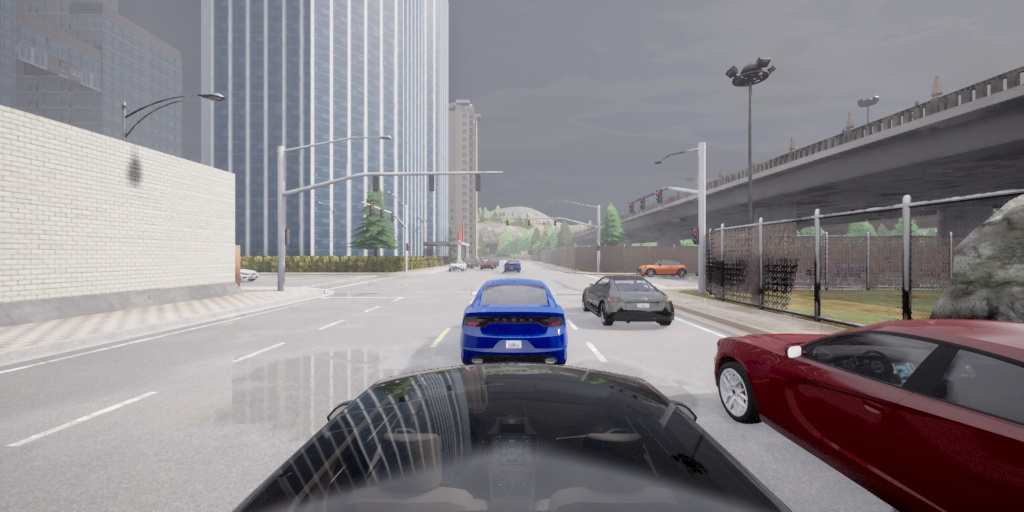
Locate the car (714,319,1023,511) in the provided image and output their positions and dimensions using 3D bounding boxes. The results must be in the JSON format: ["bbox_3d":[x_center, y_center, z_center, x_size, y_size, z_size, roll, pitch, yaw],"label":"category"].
[{"bbox_3d":[3.601,1.228,2.736,1.882,1.535,5.008,0,0,0],"label":"car"}]

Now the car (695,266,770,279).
[{"bbox_3d":[19.391,1.353,32.007,5.357,1.411,2.033,0,0,0],"label":"car"}]

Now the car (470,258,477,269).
[{"bbox_3d":[-7.094,1.102,56.154,2.097,1.767,4.553,0,0,0],"label":"car"}]

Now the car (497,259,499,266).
[{"bbox_3d":[-3.583,1.351,61.077,1.895,1.301,4.718,0,0,0],"label":"car"}]

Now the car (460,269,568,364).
[{"bbox_3d":[0.052,1.228,8.069,1.882,1.535,5.008,0,0,1],"label":"car"}]

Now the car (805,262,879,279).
[{"bbox_3d":[29.080,1.283,32.025,5.008,1.535,1.882,0,0,0],"label":"car"}]

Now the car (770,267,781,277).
[{"bbox_3d":[23.733,1.406,35.516,4.718,1.301,1.895,0,0,0],"label":"car"}]

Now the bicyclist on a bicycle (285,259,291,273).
[{"bbox_3d":[-25.307,1.106,40.188,0.582,1.620,1.656,0,0,0],"label":"bicyclist on a bicycle"}]

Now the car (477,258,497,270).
[{"bbox_3d":[-3.593,1.351,51.913,1.895,1.301,4.718,0,0,0],"label":"car"}]

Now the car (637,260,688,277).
[{"bbox_3d":[14.752,1.157,35.496,4.553,1.767,2.097,0,0,0],"label":"car"}]

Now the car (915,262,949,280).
[{"bbox_3d":[39.070,1.283,32.033,5.008,1.535,1.882,0,0,0],"label":"car"}]

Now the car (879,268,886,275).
[{"bbox_3d":[33.866,1.406,35.537,4.718,1.301,1.895,0,0,0],"label":"car"}]

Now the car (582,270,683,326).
[{"bbox_3d":[3.573,1.314,11.730,1.994,1.385,4.181,0,0,0],"label":"car"}]

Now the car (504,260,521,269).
[{"bbox_3d":[0.065,1.227,44.067,1.882,1.535,5.008,0,0,3],"label":"car"}]

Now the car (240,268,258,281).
[{"bbox_3d":[-22.642,1.331,28.232,4.674,1.442,1.812,0,0,0],"label":"car"}]

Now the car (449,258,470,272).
[{"bbox_3d":[-7.099,1.276,47.289,1.812,1.442,4.674,0,0,0],"label":"car"}]
